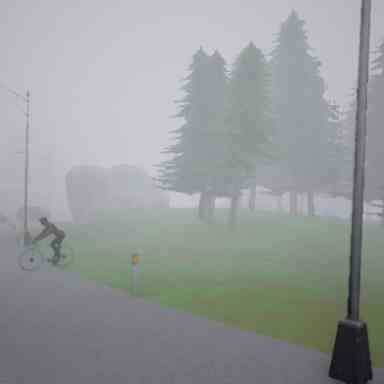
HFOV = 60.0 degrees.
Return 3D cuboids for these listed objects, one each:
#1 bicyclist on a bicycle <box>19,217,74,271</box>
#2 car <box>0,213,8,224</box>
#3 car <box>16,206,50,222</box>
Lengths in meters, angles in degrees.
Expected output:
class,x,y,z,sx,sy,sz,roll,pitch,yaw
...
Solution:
class,x,y,z,sx,sy,sz,roll,pitch,yaw
bicyclist on a bicycle,-4.470,1.598,10.355,1.656,1.620,0.582,2,-2,-41
car,-20.455,2.598,33.891,1.994,1.385,4.181,2,-3,-8
car,-21.068,2.871,44.321,2.150,2.045,5.566,2,-3,5
